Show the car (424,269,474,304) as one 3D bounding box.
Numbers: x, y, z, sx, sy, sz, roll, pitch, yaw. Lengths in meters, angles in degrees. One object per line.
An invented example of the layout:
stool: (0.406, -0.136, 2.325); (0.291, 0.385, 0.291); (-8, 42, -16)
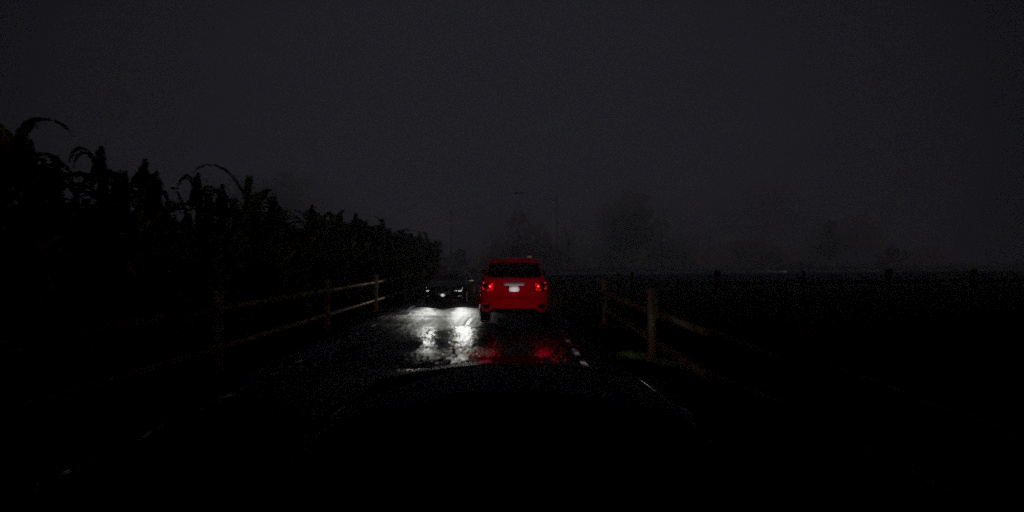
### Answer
car: (-2.877, 1.403, 17.257); (1.837, 1.490, 4.892); (0, -1, 0)

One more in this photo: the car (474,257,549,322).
car: (0.067, 1.079, 13.010); (2.150, 2.045, 5.566); (0, -1, 0)

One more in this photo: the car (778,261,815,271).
car: (39.883, 1.416, 50.377); (4.181, 1.385, 1.994); (-1, 0, 1)
